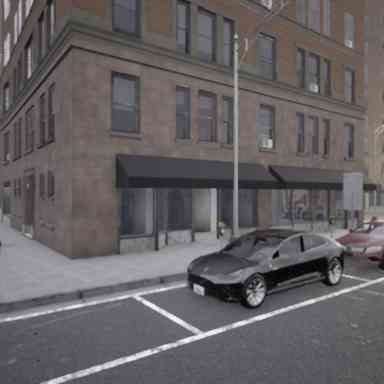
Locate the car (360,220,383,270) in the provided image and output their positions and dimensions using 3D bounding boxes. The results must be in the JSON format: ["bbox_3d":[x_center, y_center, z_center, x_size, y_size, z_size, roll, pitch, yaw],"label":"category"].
[{"bbox_3d":[6.368,1.631,11.144,4.206,1.307,1.802,0,0,-36],"label":"car"}]

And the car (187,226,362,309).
[{"bbox_3d":[1.906,1.592,7.926,4.313,1.339,1.947,0,0,-36],"label":"car"}]
